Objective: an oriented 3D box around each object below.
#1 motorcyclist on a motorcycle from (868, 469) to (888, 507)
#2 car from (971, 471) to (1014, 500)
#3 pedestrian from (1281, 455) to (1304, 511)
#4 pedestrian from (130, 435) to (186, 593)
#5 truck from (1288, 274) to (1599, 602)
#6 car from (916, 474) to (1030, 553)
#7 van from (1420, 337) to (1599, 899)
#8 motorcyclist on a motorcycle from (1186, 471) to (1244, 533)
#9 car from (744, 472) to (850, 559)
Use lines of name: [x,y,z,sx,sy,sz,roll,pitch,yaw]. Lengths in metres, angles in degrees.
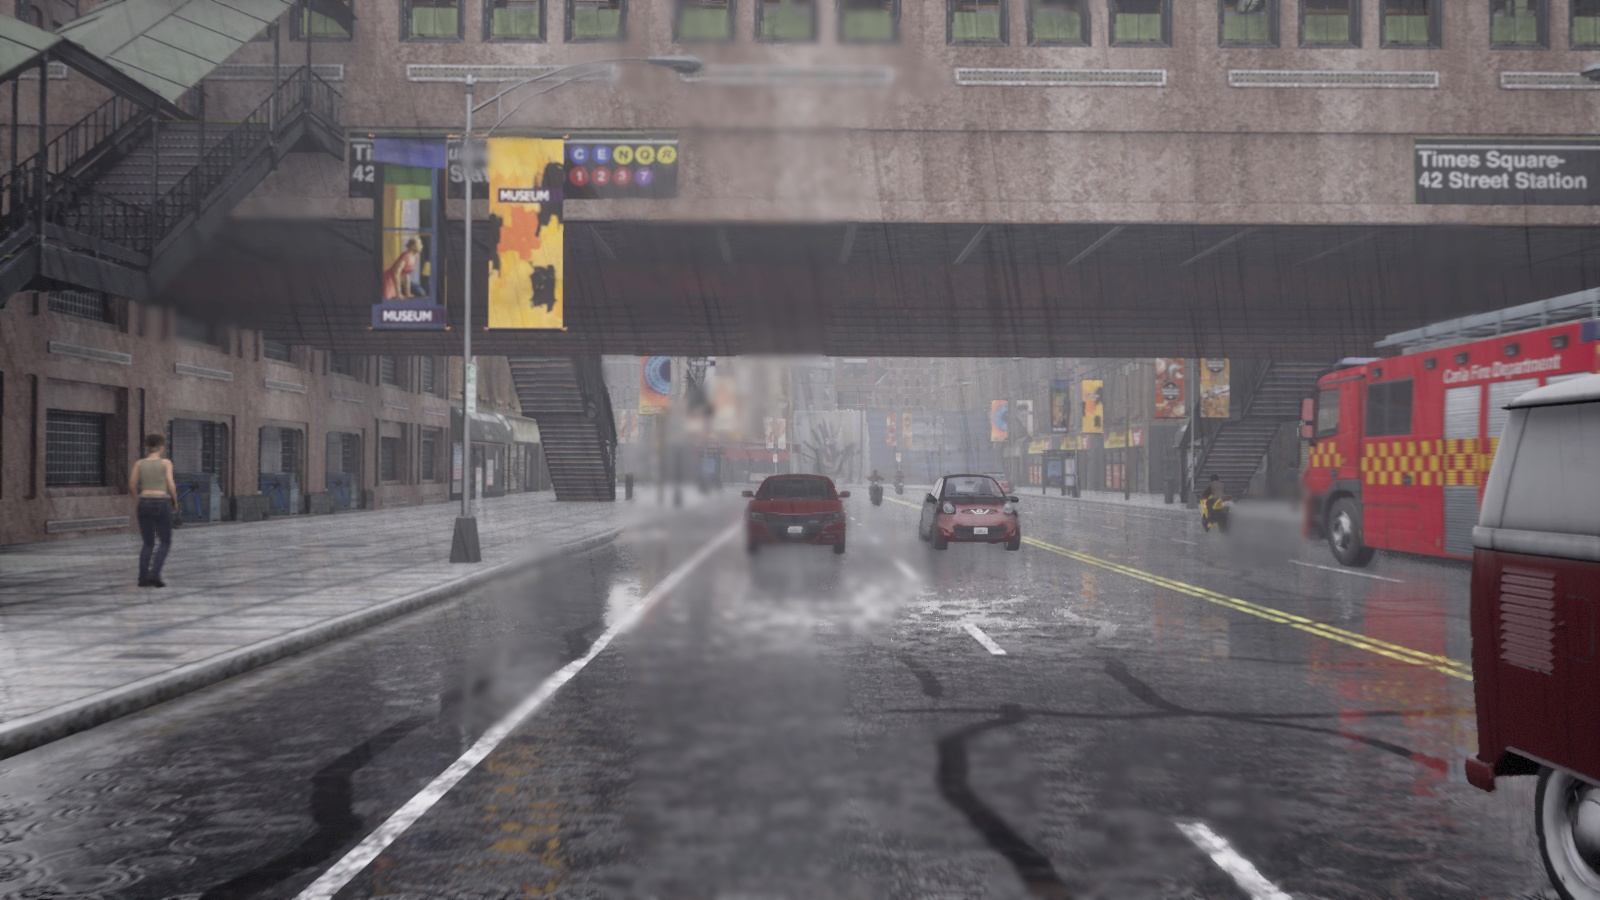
motorcyclist on a motorcycle: [3.491,1.697,56.486,0.766,1.649,2.350,0,-1,0]
car: [10.454,1.897,68.433,1.789,1.549,3.705,0,-1,0]
pedestrian: [17.241,1.139,44.005,0.423,1.949,0.788,0,-1,-5]
pedestrian: [-7.647,0.753,14.970,0.345,1.836,0.594,0,-1,1]
truck: [10.452,-0.076,18.888,2.891,3.827,8.468,0,-1,0]
car: [3.463,1.246,25.736,1.845,1.501,3.633,0,-1,0]
van: [3.492,0.604,3.019,1.775,1.987,4.442,0,-1,0]
motorcyclist on a motorcycle: [10.512,1.288,31.863,0.797,1.523,2.044,0,-1,0]
car: [-0.040,1.210,24.928,1.882,1.535,5.008,0,-1,0]
